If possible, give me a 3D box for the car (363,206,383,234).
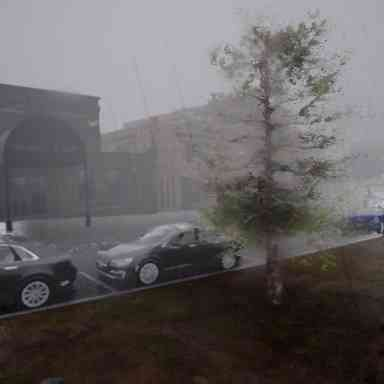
[{"bbox_3d":[11.478,1.652,20.957,5.008,1.535,2.097,0,-1,-44],"label":"car"}]

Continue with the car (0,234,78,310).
[{"bbox_3d":[-4.903,1.692,6.847,4.892,1.521,2.231,0,2,-37],"label":"car"}]

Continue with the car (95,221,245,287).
[{"bbox_3d":[-0.471,1.681,10.256,4.892,1.521,2.231,0,2,-38],"label":"car"}]
